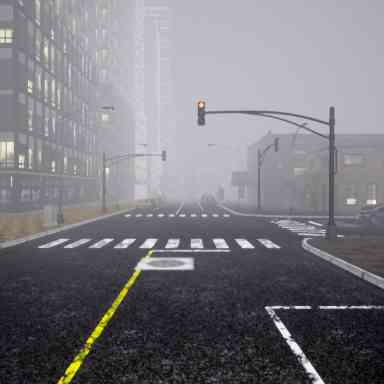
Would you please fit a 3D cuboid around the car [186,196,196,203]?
[{"bbox_3d":[-0.229,1.509,69.674,2.128,1.511,4.902,0,0,0],"label":"car"}]

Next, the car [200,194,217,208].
[{"bbox_3d":[2.521,1.429,47.503,1.967,1.590,4.097,-1,0,0],"label":"car"}]

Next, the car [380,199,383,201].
[{"bbox_3d":[16.438,1.415,27.260,5.009,1.841,2.192,1,0,1],"label":"car"}]

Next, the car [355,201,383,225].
[{"bbox_3d":[14.610,1.649,24.680,4.674,1.442,1.812,1,1,0],"label":"car"}]

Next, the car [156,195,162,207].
[{"bbox_3d":[-5.824,1.555,47.529,1.947,1.339,4.313,-1,0,0],"label":"car"}]

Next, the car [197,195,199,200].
[{"bbox_3d":[2.482,1.302,58.791,2.192,1.841,5.009,-1,0,0],"label":"car"}]

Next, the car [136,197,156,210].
[{"bbox_3d":[-5.976,1.515,41.715,1.752,1.417,4.829,-1,0,0],"label":"car"}]

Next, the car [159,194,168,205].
[{"bbox_3d":[-5.861,1.553,58.819,1.947,1.339,4.313,-1,0,0],"label":"car"}]

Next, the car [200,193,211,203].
[{"bbox_3d":[2.865,1.212,73.442,2.150,2.045,5.566,0,0,0],"label":"car"}]

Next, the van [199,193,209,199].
[{"bbox_3d":[2.501,1.329,53.147,1.690,1.788,3.998,-1,0,0],"label":"van"}]

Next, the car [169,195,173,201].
[{"bbox_3d":[-5.955,1.509,86.869,1.752,1.417,4.829,-1,0,0],"label":"car"}]
